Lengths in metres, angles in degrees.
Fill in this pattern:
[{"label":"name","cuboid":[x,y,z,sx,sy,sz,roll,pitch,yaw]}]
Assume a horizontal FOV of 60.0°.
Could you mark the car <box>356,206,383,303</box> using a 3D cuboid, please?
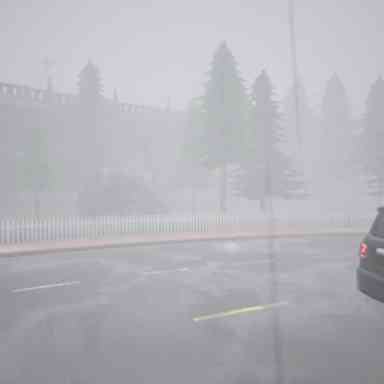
[{"label":"car","cuboid":[5.684,1.189,5.915,5.566,2.045,2.150,0,0,-17]}]
